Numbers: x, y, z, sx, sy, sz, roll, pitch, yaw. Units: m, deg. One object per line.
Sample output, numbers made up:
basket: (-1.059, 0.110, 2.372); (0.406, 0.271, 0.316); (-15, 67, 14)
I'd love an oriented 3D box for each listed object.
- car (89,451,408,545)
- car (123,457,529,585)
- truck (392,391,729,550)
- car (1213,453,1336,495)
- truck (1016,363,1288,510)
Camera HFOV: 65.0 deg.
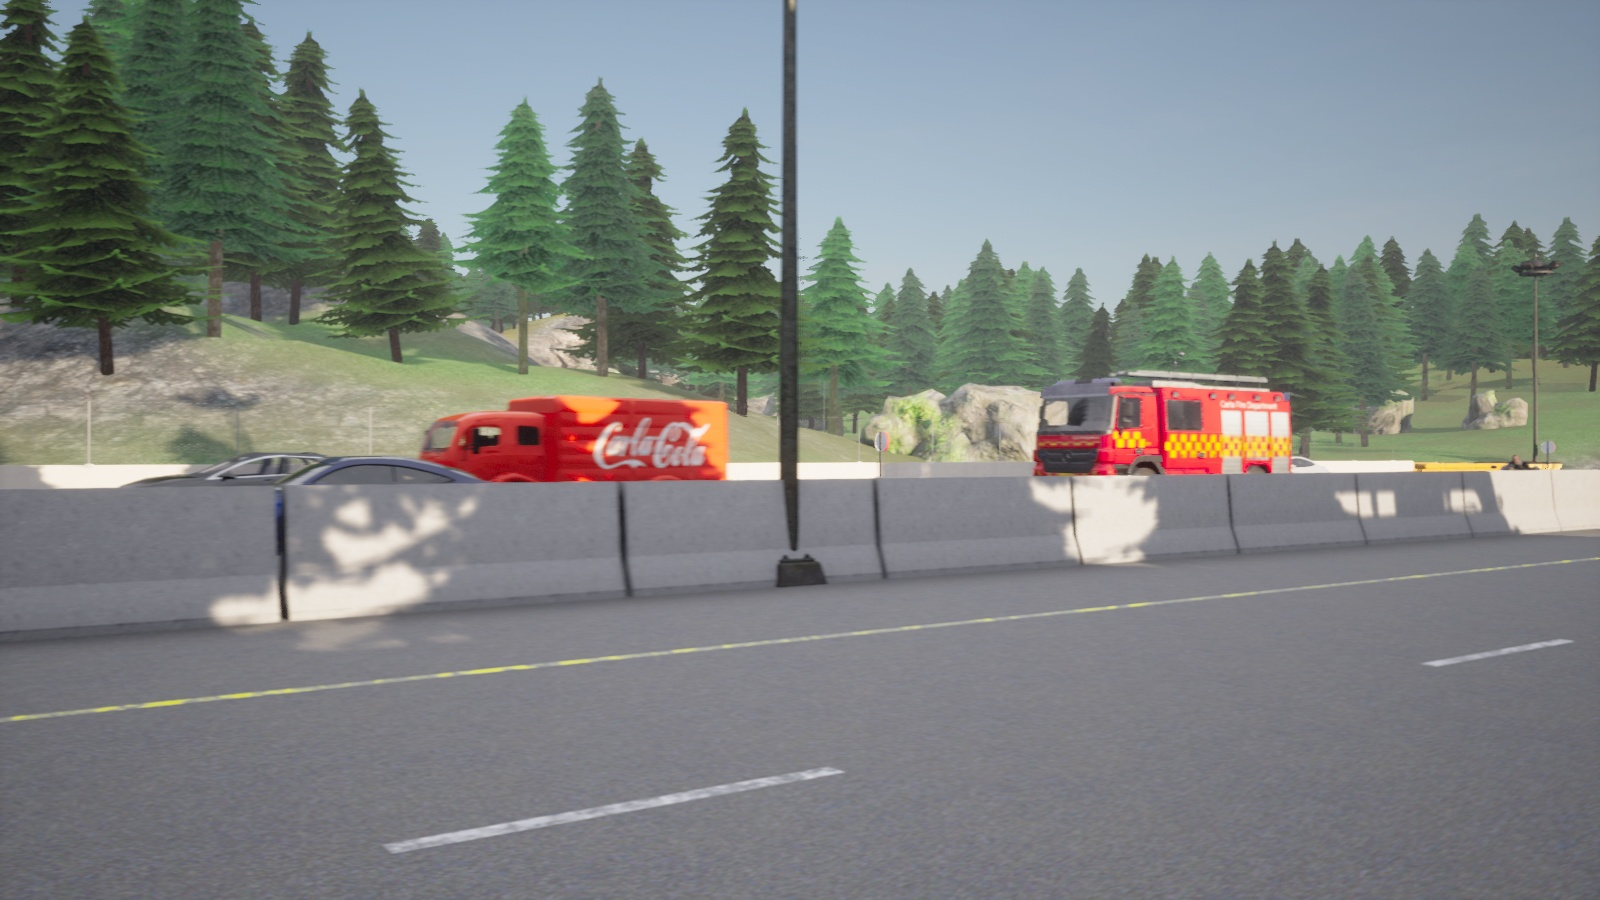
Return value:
car: (-9.782, 0.777, 22.436); (4.902, 1.511, 2.128); (0, 0, -35)
car: (-6.120, 0.824, 16.456); (4.674, 1.442, 1.812); (0, 0, -35)
truck: (-4.156, 0.321, 22.090); (5.204, 2.467, 2.627); (0, 0, -35)
car: (17.212, 0.845, 45.489); (4.674, 1.442, 1.812); (0, 0, -35)
truck: (10.367, -0.353, 36.515); (8.468, 3.827, 2.891); (0, 0, -35)
